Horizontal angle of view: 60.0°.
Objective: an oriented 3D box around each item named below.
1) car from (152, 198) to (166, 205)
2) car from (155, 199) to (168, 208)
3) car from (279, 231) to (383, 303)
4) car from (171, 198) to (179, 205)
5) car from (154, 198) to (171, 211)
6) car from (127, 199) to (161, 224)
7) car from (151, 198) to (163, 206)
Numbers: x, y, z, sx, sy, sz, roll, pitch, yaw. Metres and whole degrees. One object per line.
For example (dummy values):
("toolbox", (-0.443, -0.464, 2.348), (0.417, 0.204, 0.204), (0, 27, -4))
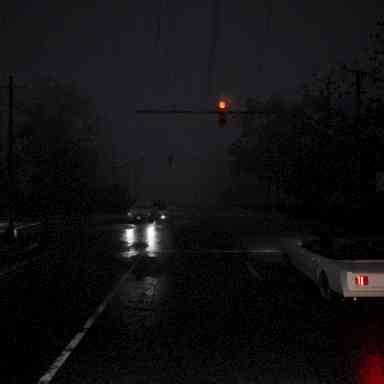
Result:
("car", (-8.289, 2.388, 82.951), (2.128, 1.511, 4.902), (0, -1, -25))
("car", (-5.105, 1.812, 54.832), (1.994, 1.385, 4.181), (0, -1, -7))
("car", (3.587, 1.601, 8.152), (1.895, 1.301, 4.718), (0, 0, 0))
("car", (-5.056, 2.126, 73.620), (1.882, 1.535, 5.008), (0, -1, -19))
("car", (-4.120, 1.616, 41.012), (1.994, 1.385, 4.181), (0, 0, 1))
("car", (-3.673, 1.525, 25.197), (1.812, 1.442, 4.674), (0, 0, 0))
("car", (-7.245, 2.049, 68.097), (1.837, 1.490, 4.892), (0, -2, -12))
